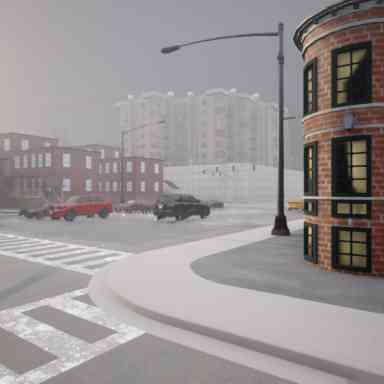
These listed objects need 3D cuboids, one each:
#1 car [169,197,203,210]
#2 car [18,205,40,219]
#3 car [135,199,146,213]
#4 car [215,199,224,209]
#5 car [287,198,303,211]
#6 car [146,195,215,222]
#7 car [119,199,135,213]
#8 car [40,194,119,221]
[{"bbox_3d":[-0.706,1.492,45.289,2.128,1.511,4.902,0,0,36],"label":"car"},{"bbox_3d":[-12.212,1.547,29.235,2.033,1.411,5.357,0,0,36],"label":"car"},{"bbox_3d":[-3.337,1.478,35.624,1.882,1.535,5.008,0,0,36],"label":"car"},{"bbox_3d":[2.514,1.564,43.776,1.994,1.385,4.181,0,0,35],"label":"car"},{"bbox_3d":[13.160,1.478,40.312,1.882,1.535,5.008,0,0,36],"label":"car"},{"bbox_3d":[-0.773,1.221,26.838,2.150,2.045,5.566,0,0,36],"label":"car"},{"bbox_3d":[-6.483,1.526,37.227,1.812,1.442,4.674,0,0,35],"label":"car"},{"bbox_3d":[-9.131,1.221,27.524,2.150,2.045,5.566,0,0,36],"label":"car"}]
